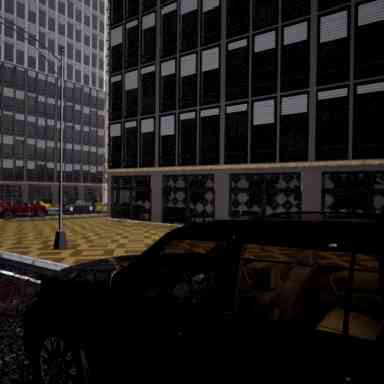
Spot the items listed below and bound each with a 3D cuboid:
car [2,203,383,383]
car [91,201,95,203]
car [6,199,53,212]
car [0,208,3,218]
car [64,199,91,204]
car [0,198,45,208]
[{"bbox_3d":[0.665,1.221,3.209,5.566,2.045,2.150,0,0,36],"label":"car"},{"bbox_3d":[-9.337,1.828,40.263,1.752,1.417,4.829,1,0,37],"label":"car"},{"bbox_3d":[-19.632,1.640,40.456,1.752,1.417,4.829,1,0,37],"label":"car"},{"bbox_3d":[-7.318,1.347,8.929,4.553,1.767,2.097,0,0,36],"label":"car"},{"bbox_3d":[-14.697,1.703,42.739,1.837,1.490,4.892,1,0,37],"label":"car"},{"bbox_3d":[-16.161,1.517,31.071,2.192,1.841,5.009,1,0,37],"label":"car"}]
